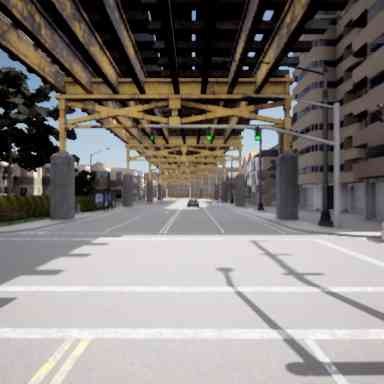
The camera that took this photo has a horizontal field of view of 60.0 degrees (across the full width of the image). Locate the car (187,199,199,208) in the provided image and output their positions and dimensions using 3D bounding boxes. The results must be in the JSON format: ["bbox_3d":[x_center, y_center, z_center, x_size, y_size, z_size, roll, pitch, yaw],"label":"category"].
[{"bbox_3d":[0.200,1.878,55.867,1.994,1.385,4.181,0,0,0],"label":"car"}]
